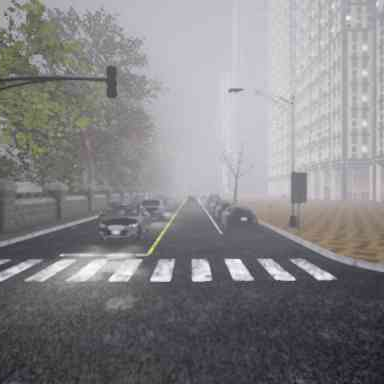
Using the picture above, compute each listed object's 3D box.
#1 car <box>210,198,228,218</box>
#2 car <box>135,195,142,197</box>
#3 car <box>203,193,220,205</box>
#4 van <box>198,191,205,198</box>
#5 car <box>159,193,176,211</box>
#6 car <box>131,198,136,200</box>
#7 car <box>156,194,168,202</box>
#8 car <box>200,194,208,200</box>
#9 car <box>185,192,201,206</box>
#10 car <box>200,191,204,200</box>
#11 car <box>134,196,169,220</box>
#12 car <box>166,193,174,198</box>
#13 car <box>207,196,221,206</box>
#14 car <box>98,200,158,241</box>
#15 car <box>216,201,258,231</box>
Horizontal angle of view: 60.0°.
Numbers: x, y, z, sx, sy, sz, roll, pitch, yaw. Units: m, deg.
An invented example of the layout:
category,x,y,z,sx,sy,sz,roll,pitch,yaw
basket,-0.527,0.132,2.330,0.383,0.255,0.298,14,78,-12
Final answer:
category,x,y,z,sx,sy,sz,roll,pitch,yaw
car,2.685,1.371,24.958,1.947,1.339,4.313,0,0,0
car,-5.697,1.161,36.220,1.967,1.590,4.097,0,0,0
car,3.102,0.993,47.605,2.097,1.767,4.553,0,0,0
van,2.671,0.685,92.544,1.690,1.788,3.998,0,0,0
car,-3.087,1.213,36.218,2.128,1.511,4.902,0,0,0
car,-5.695,1.387,24.956,1.802,1.307,4.206,0,0,0
car,-5.704,1.069,64.382,1.887,1.381,4.507,0,0,0
car,2.674,1.032,75.648,1.802,1.307,4.206,0,0,0
car,-0.012,1.170,47.027,1.812,1.442,4.674,0,0,0
car,2.675,1.038,70.015,2.008,1.369,4.403,0,0,0
car,-3.103,1.303,25.838,1.837,1.490,4.892,0,0,0
car,-5.709,0.923,86.910,1.887,1.381,4.507,0,0,0
car,2.684,1.329,30.591,1.947,1.339,4.313,0,0,0
car,-3.105,1.365,16.020,2.128,1.511,4.902,0,0,0
car,2.686,1.414,19.326,1.947,1.339,4.313,0,0,0
